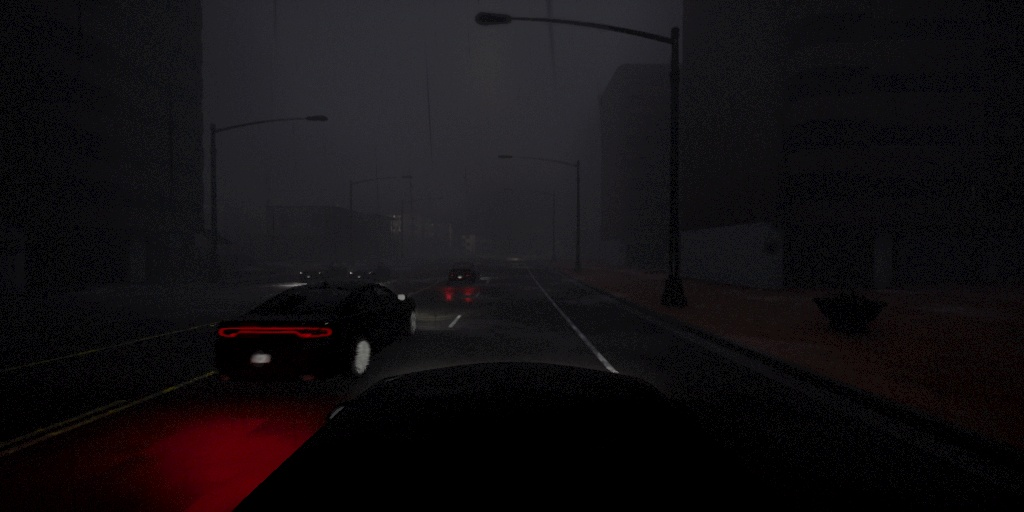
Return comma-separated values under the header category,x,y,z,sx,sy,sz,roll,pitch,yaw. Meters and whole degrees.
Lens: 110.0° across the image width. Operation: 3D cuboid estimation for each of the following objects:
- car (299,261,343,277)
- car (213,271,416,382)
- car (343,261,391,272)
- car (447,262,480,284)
category,x,y,z,sx,sy,sz,roll,pitch,yaw
car,-14.083,1.113,27.141,1.812,1.442,4.674,0,1,0
car,-3.396,1.244,7.332,1.882,1.535,5.008,0,0,0
car,-10.583,1.113,27.139,1.812,1.442,4.674,0,1,0
car,-3.400,1.143,25.663,1.812,1.442,4.674,0,1,0
